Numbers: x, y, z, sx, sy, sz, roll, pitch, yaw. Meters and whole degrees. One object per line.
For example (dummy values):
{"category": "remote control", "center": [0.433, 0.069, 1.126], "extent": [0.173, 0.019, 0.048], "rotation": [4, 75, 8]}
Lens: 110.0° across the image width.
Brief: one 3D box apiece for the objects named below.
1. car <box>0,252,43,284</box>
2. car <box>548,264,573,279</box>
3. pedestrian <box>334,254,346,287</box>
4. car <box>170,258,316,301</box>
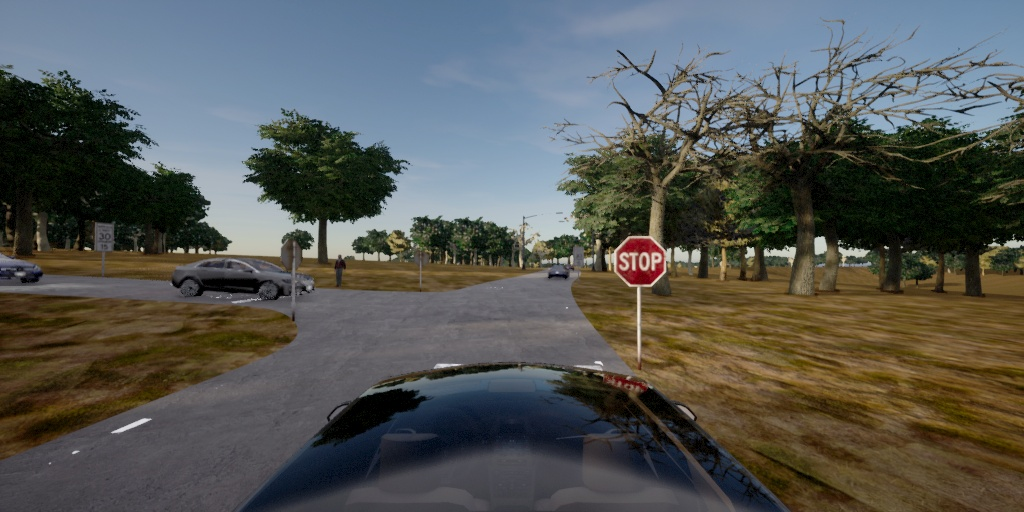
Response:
{"category": "car", "center": [-21.881, 0.361, 14.403], "extent": [4.674, 1.442, 1.812], "rotation": [2, -1, 3]}
{"category": "car", "center": [4.985, 1.639, 37.756], "extent": [1.994, 1.385, 4.181], "rotation": [0, -1, 13]}
{"category": "pedestrian", "center": [-9.701, 0.793, 20.103], "extent": [0.375, 1.860, 0.375], "rotation": [0, -4, 3]}
{"category": "car", "center": [-10.253, 0.846, 13.882], "extent": [4.902, 1.511, 2.128], "rotation": [3, -1, 1]}
